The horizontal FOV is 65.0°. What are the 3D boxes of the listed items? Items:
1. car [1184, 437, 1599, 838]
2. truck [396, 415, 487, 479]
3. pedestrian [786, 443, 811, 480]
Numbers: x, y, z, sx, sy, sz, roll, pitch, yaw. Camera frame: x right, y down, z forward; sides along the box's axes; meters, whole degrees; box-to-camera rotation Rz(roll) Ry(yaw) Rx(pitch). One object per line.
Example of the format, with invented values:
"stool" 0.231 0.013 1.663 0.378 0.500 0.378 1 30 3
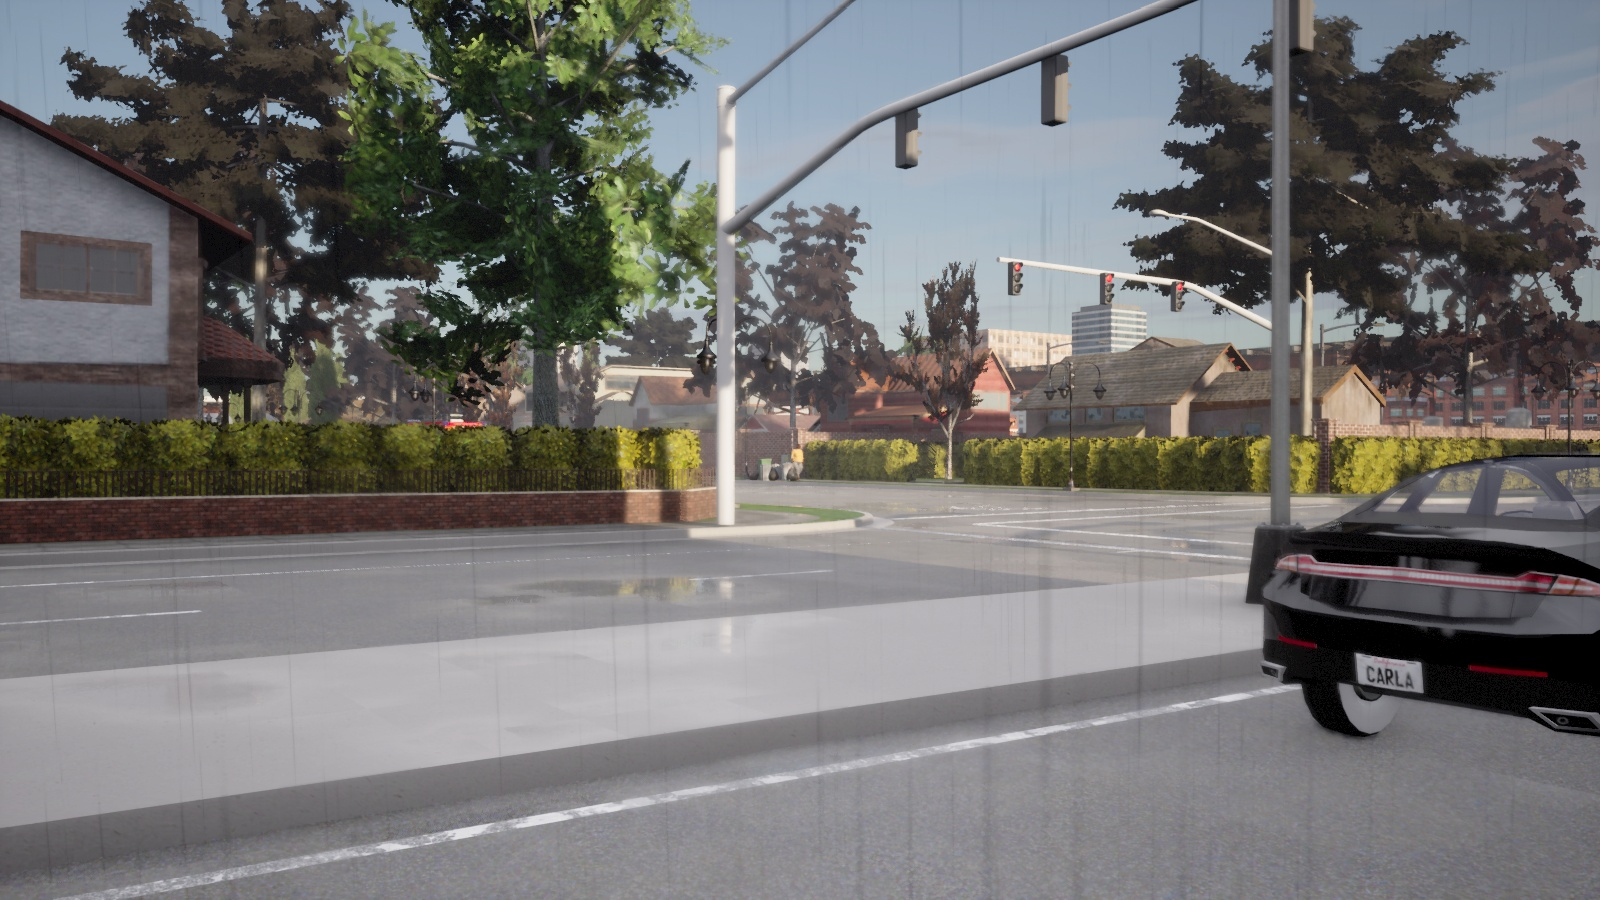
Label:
"car" 4.548 0.708 6.824 4.902 1.511 2.128 0 0 -35
"truck" -22.865 -0.191 79.738 2.891 3.827 8.468 0 0 -35
"pedestrian" -0.088 0.562 62.145 0.874 1.855 0.900 0 0 -34
